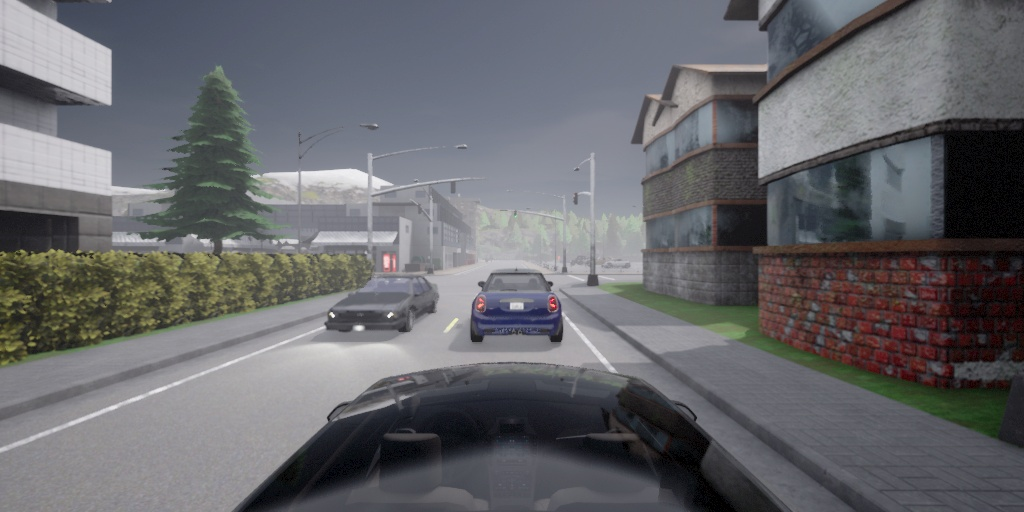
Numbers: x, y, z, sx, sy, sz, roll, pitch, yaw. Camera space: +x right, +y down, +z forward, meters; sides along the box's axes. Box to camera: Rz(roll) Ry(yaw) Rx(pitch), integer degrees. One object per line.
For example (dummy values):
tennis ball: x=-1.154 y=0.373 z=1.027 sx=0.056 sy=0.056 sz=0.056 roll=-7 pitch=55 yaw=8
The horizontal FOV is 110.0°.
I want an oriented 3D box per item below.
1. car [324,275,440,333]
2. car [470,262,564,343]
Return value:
car: x=-3.553 y=1.298 z=11.033 sx=2.033 sy=1.411 sz=5.357 roll=0 pitch=0 yaw=1
car: x=0.103 y=1.102 z=9.855 sx=2.097 sy=1.767 sz=4.553 roll=0 pitch=0 yaw=0
